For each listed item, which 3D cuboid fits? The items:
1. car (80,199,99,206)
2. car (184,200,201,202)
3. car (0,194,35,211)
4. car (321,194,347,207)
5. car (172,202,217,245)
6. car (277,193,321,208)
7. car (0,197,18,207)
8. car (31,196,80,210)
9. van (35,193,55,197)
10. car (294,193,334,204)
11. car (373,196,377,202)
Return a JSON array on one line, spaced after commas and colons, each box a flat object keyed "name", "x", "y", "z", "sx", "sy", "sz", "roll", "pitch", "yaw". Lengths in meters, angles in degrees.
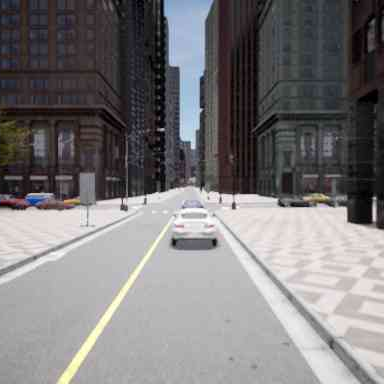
[{"name": "car", "x": -15.435, "y": 1.218, "z": 45.854, "sx": 4.829, "sy": 1.417, "sz": 1.752, "roll": -1, "pitch": 2, "yaw": 0}, {"name": "car", "x": 0.036, "y": 1.332, "z": 25.052, "sx": 2.033, "sy": 1.411, "sz": 5.357, "roll": 0, "pitch": 1, "yaw": 1}, {"name": "car", "x": -20.957, "y": 1.219, "z": 37.337, "sx": 5.009, "sy": 1.841, "sz": 2.192, "roll": -1, "pitch": 2, "yaw": 0}, {"name": "car", "x": 17.073, "y": 1.042, "z": 37.253, "sx": 4.403, "sy": 1.369, "sz": 2.008, "roll": -1, "pitch": 2, "yaw": 0}, {"name": "car", "x": 0.103, "y": 1.404, "z": 14.773, "sx": 1.812, "sy": 1.442, "sz": 4.674, "roll": 0, "pitch": 1, "yaw": 0}, {"name": "car", "x": 11.694, "y": 1.119, "z": 37.266, "sx": 4.313, "sy": 1.339, "sz": 1.947, "roll": -1, "pitch": 2, "yaw": 0}, {"name": "car", "x": -26.623, "y": 1.370, "z": 45.882, "sx": 4.313, "sy": 1.339, "sz": 1.947, "roll": -1, "pitch": 2, "yaw": 0}, {"name": "car", "x": -15.274, "y": 1.429, "z": 37.331, "sx": 4.206, "sy": 1.307, "sz": 1.802, "roll": -1, "pitch": 2, "yaw": 0}, {"name": "van", "x": -20.946, "y": 1.090, "z": 45.862, "sx": 3.998, "sy": 1.788, "sz": 1.690, "roll": -1, "pitch": 2, "yaw": 0}, {"name": "car", "x": 16.747, "y": 0.865, "z": 45.777, "sx": 4.829, "sy": 1.417, "sz": 1.752, "roll": -1, "pitch": 2, "yaw": 0}, {"name": "car", "x": 27.322, "y": 0.763, "z": 45.752, "sx": 4.403, "sy": 1.369, "sz": 2.008, "roll": -1, "pitch": 2, "yaw": 0}]
